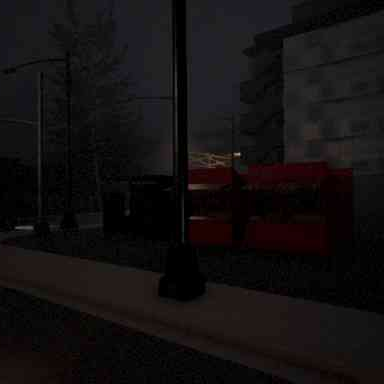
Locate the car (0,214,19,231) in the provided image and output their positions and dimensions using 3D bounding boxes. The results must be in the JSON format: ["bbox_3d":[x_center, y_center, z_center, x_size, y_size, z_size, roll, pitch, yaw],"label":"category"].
[{"bbox_3d":[-12.413,1.600,18.868,1.812,1.442,4.674,-1,0,38],"label":"car"}]
